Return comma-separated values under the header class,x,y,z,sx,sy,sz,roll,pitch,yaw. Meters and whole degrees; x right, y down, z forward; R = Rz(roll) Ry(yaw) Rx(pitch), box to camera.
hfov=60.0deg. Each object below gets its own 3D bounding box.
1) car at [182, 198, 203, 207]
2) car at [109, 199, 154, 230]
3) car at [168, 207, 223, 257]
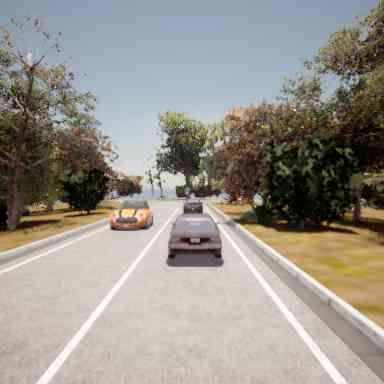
class,x,y,z,sx,sy,sz,roll,pitch,yaw
car,0.098,1.360,32.941,2.128,1.511,4.902,0,0,0
car,-3.600,1.273,20.506,2.097,1.767,4.553,0,0,0
car,0.099,1.502,12.615,2.033,1.411,5.357,0,0,0
